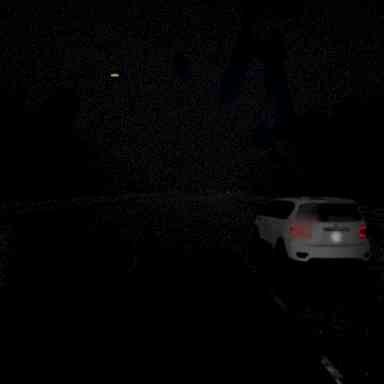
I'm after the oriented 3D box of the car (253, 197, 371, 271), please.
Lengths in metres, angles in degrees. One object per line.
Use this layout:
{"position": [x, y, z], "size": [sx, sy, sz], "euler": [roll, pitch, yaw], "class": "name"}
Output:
{"position": [3.497, 1.155, 10.787], "size": [2.150, 2.045, 5.566], "euler": [0, 0, 0], "class": "car"}
